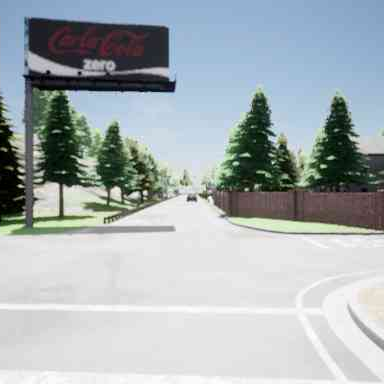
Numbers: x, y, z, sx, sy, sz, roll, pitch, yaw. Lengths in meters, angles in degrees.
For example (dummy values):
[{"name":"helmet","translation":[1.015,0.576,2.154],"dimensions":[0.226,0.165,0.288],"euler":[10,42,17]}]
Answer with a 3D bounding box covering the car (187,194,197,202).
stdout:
[{"name":"car","translation":[-0.016,1.142,68.002],"dimensions":[2.097,1.767,4.553],"euler":[0,0,0]}]
